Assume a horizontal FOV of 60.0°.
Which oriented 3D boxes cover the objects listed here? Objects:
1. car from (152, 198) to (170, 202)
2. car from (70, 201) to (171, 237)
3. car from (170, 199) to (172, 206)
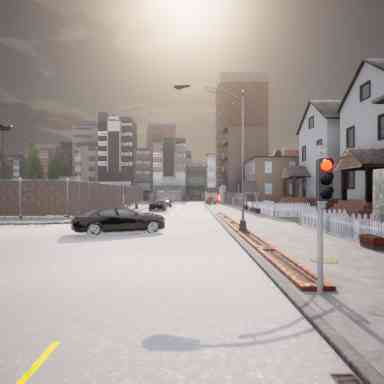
[{"bbox_3d":[-4.112,1.601,40.505,1.895,1.301,4.718,0,0,0],"label":"car"},{"bbox_3d":[-3.952,1.477,18.032,5.008,1.535,1.882,0,1,-24],"label":"car"},{"bbox_3d":[-4.103,1.564,50.574,1.994,1.385,4.181,0,0,0],"label":"car"}]
